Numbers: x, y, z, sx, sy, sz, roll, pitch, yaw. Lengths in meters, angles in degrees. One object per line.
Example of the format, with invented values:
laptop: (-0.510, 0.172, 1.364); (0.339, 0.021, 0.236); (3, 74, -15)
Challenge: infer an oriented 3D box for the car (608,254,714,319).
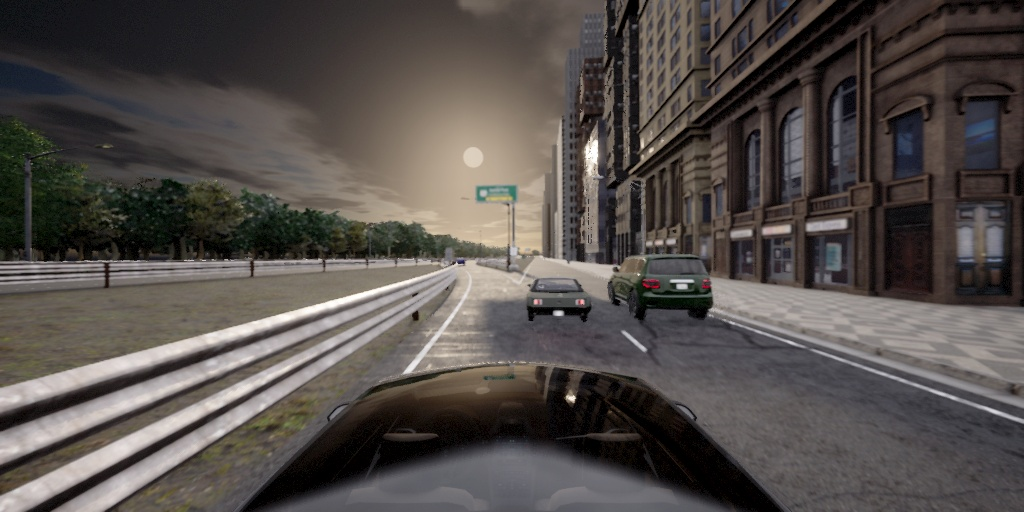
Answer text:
car: (5.009, 0.964, 12.859); (2.150, 2.045, 5.566); (0, 0, 4)

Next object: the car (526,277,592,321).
car: (1.482, 1.358, 12.462); (1.895, 1.301, 4.718); (0, 0, 4)
